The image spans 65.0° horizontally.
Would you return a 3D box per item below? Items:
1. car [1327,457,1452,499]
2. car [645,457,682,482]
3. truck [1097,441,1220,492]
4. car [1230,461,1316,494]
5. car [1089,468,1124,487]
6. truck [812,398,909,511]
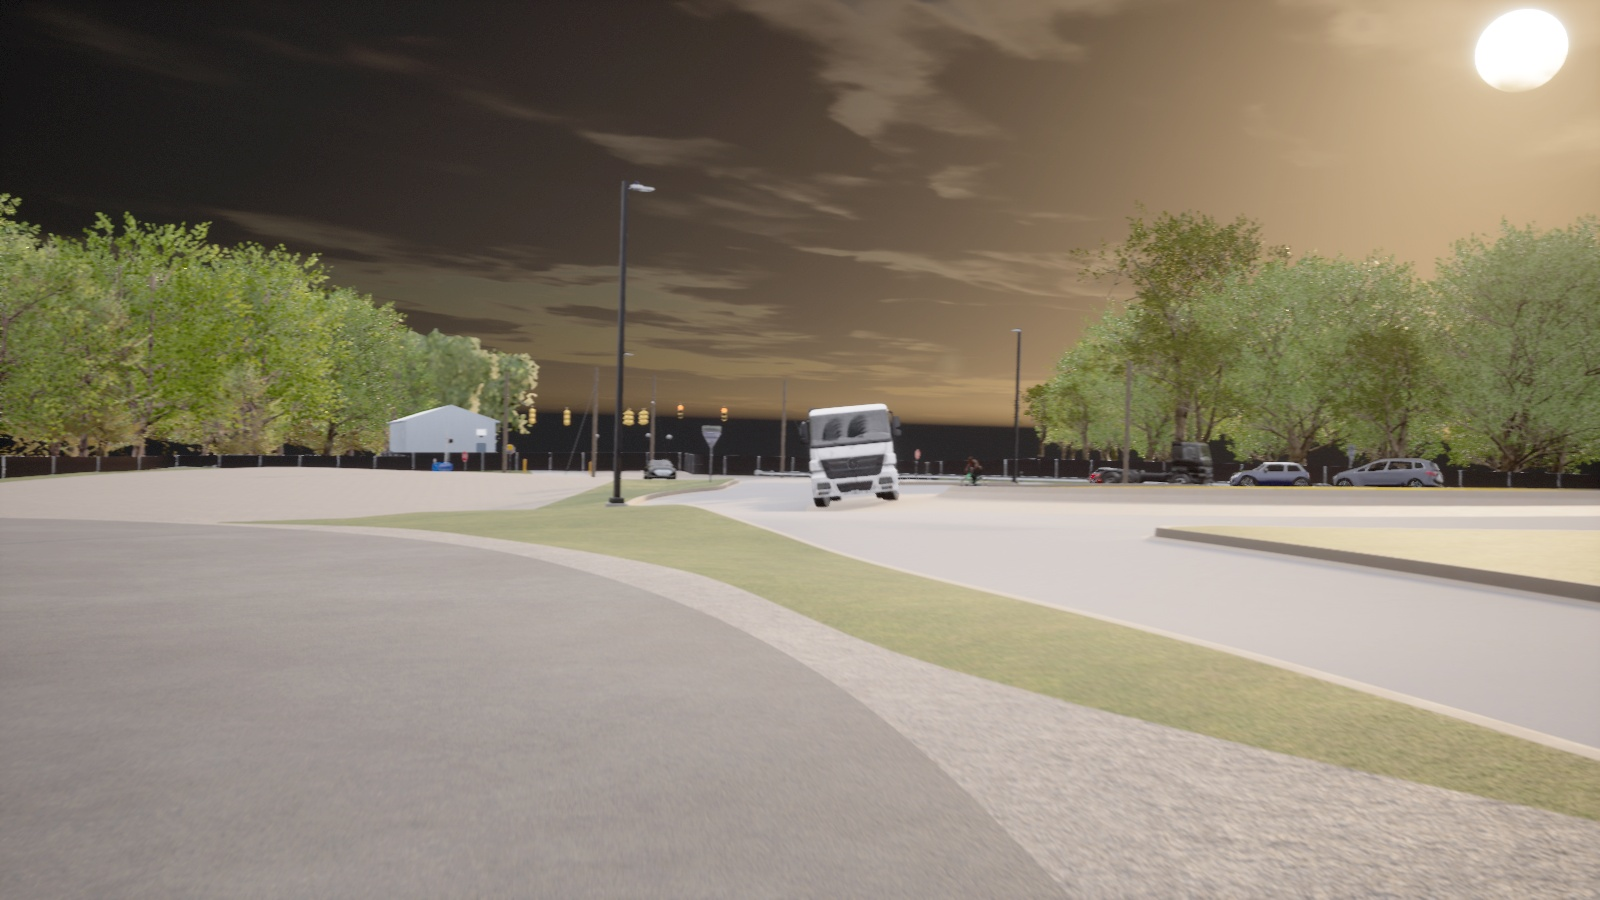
[{"bbox_3d":[26.270,1.231,56.034,4.611,1.667,2.242,0,-6,39],"label":"car"},{"bbox_3d":[-9.491,1.394,86.774,2.033,1.649,4.856,1,-2,-12],"label":"car"},{"bbox_3d":[25.728,1.125,90.262,7.936,3.462,2.891,1,1,31],"label":"truck"},{"bbox_3d":[23.864,1.376,63.470,3.806,1.475,1.970,1,1,14],"label":"car"},{"bbox_3d":[23.388,2.077,95.782,2.207,1.376,1.481,1,1,31],"label":"car"},{"bbox_3d":[2.255,0.147,45.072,2.891,3.462,7.936,-5,0,4],"label":"truck"}]
